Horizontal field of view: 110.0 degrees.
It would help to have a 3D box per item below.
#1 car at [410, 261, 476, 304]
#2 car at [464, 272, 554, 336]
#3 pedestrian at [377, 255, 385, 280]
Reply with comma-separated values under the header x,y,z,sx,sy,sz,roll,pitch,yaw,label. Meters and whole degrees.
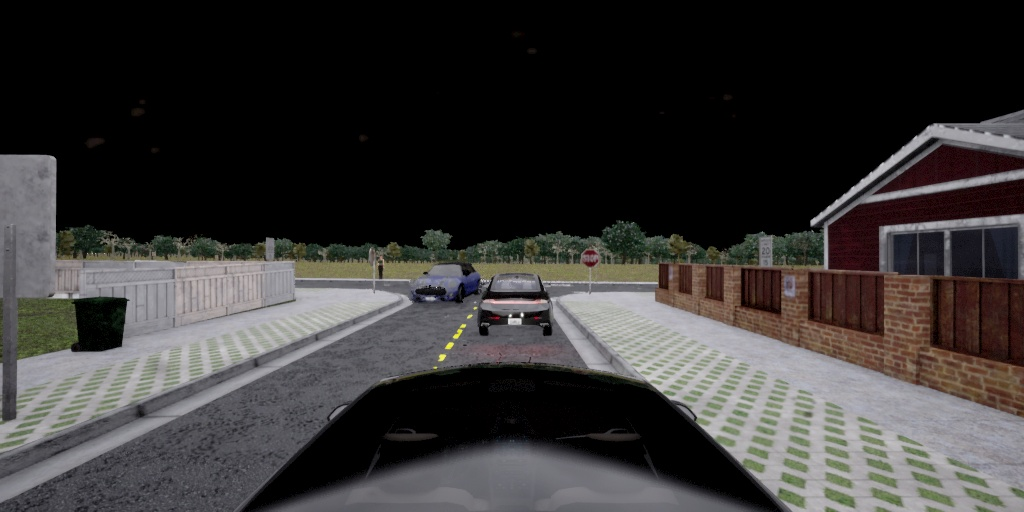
x,y,z,sx,sy,sz,roll,pitch,yaw,label
-2.888,1.098,16.410,2.097,1.767,4.553,1,0,9,car
0.135,1.243,10.390,2.128,1.511,4.902,0,0,2,car
-9.742,0.819,26.615,0.375,1.860,0.375,0,-1,0,pedestrian
